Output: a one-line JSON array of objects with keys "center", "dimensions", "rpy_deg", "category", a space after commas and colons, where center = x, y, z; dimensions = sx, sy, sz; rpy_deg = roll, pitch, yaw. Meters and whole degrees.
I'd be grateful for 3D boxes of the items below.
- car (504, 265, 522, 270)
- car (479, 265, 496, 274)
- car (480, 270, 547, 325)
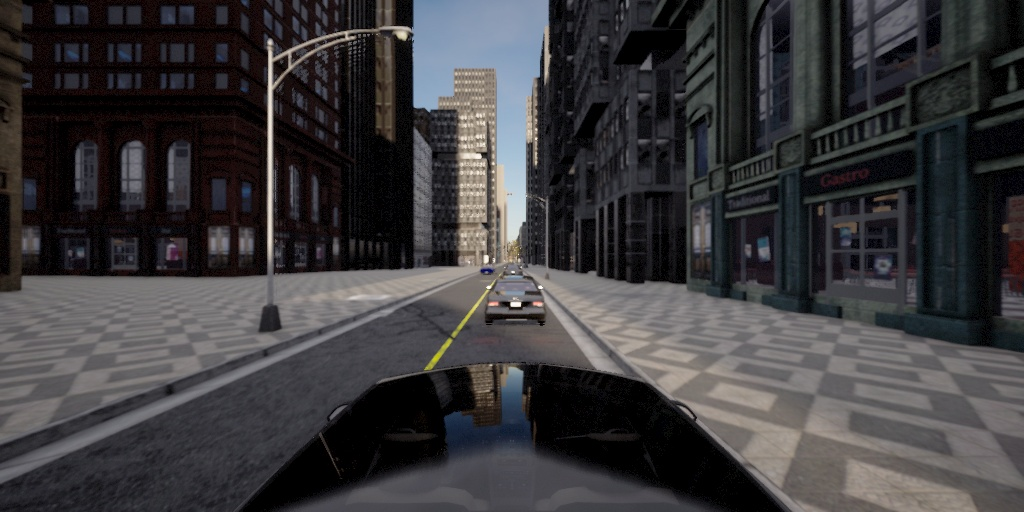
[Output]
[{"center": [0.103, 1.605, 37.863], "dimensions": [1.994, 1.385, 4.181], "rpy_deg": [0, -1, 0], "category": "car"}, {"center": [-3.068, 1.747, 45.669], "dimensions": [1.895, 1.301, 4.718], "rpy_deg": [0, -1, 0], "category": "car"}, {"center": [0.099, 1.364, 12.148], "dimensions": [2.033, 1.411, 5.357], "rpy_deg": [0, 0, 0], "category": "car"}]
